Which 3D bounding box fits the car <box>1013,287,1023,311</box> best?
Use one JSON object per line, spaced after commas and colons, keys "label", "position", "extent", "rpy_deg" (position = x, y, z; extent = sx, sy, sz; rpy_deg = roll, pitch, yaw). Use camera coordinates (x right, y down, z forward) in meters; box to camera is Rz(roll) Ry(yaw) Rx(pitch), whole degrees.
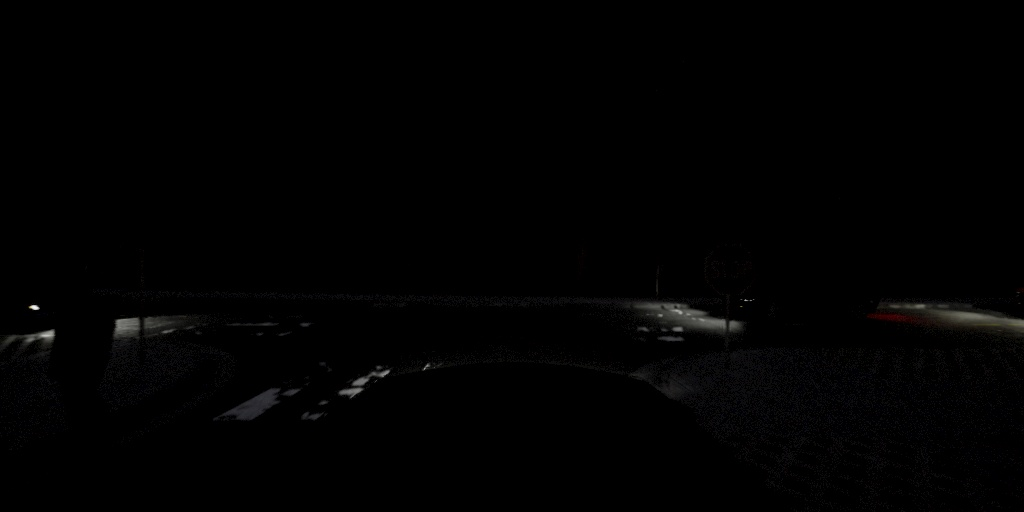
{"label": "car", "position": [21.351, 1.369, 12.866], "extent": [5.008, 1.535, 1.882], "rpy_deg": [0, 1, 0]}

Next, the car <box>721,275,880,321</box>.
{"label": "car", "position": [10.209, 1.428, 12.905], "extent": [4.892, 1.490, 1.837], "rpy_deg": [0, 1, 0]}

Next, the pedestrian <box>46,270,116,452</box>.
{"label": "pedestrian", "position": [-4.445, 1.069, 3.733], "extent": [0.375, 1.860, 0.375], "rpy_deg": [-1, 1, 0]}

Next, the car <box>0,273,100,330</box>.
{"label": "car", "position": [-14.952, 1.185, 10.029], "extent": [5.357, 1.411, 2.033], "rpy_deg": [1, 1, 0]}
